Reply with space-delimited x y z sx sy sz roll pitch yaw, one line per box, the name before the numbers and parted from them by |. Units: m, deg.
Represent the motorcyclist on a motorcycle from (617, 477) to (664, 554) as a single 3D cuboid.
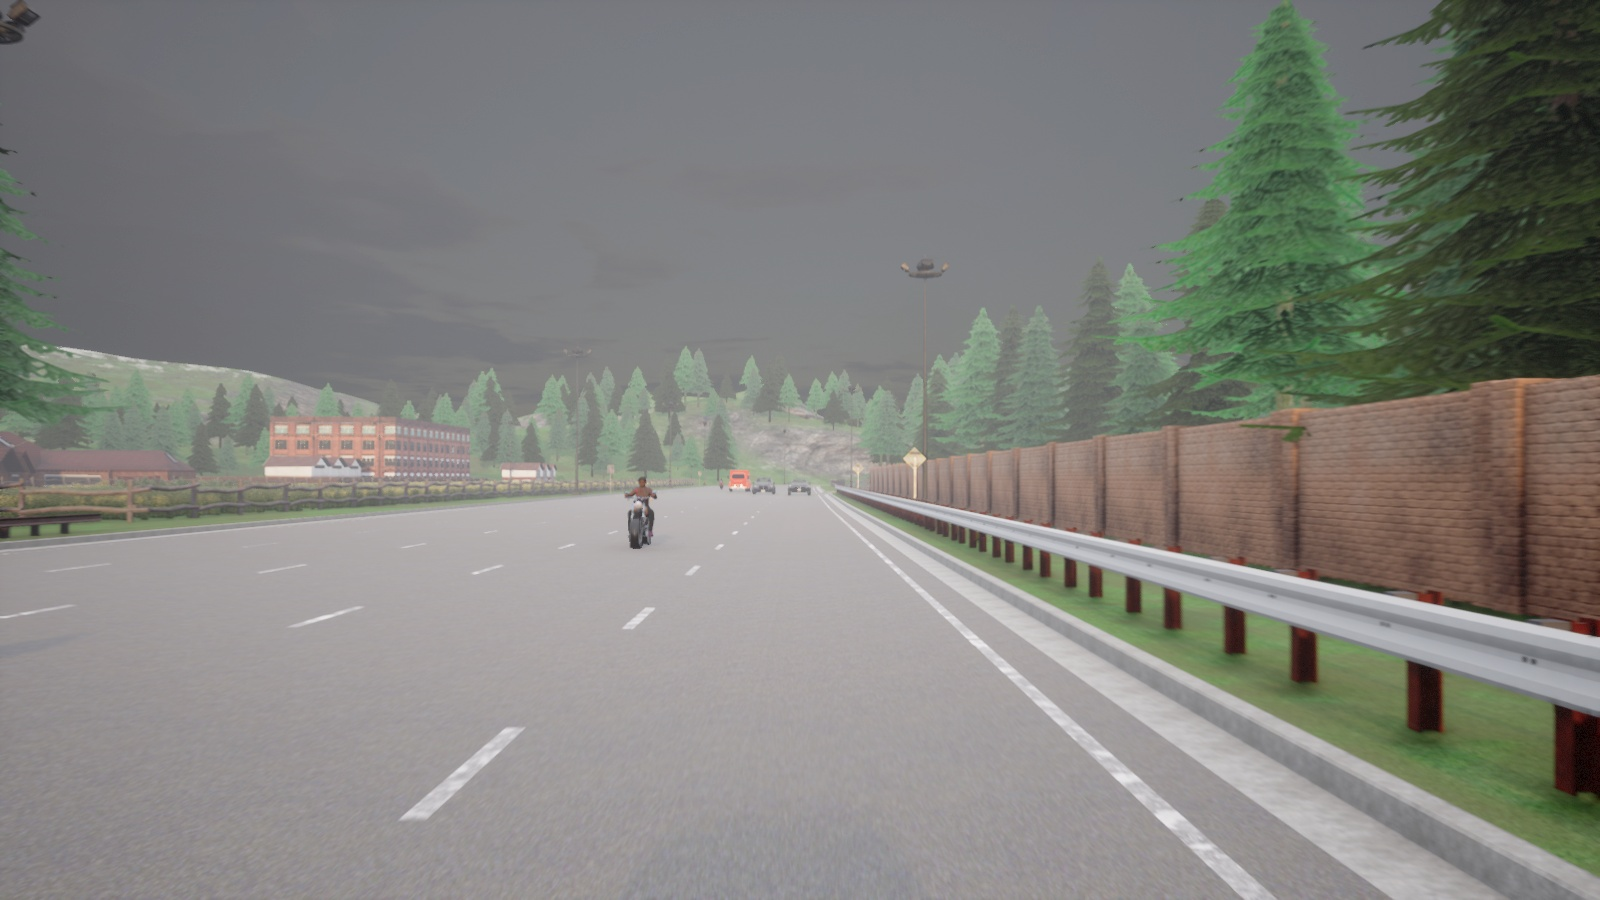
motorcyclist on a motorcycle | -3.573 1.439 28.367 0.766 1.649 2.350 0 -1 0
